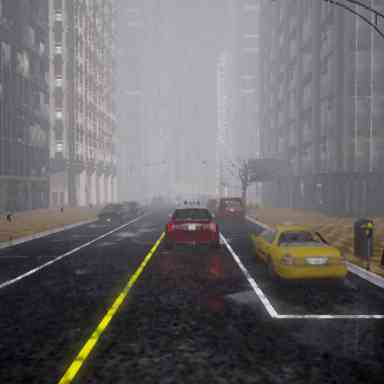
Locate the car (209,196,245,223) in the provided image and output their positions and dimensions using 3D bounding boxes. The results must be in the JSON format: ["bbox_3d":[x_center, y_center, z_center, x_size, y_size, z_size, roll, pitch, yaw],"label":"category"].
[{"bbox_3d":[2.713,1.297,24.873,2.192,1.841,5.009,-1,0,0],"label":"car"}]

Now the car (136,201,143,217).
[{"bbox_3d":[-5.669,1.542,31.097,1.947,1.339,4.313,-1,0,0],"label":"car"}]

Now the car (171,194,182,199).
[{"bbox_3d":[-2.999,1.349,75.922,2.033,1.411,5.357,0,0,0],"label":"car"}]

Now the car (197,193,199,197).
[{"bbox_3d":[2.356,1.401,85.560,1.837,1.490,4.892,0,0,0],"label":"car"}]

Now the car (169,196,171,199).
[{"bbox_3d":[-5.686,1.440,76.318,1.752,1.417,4.829,-1,0,0],"label":"car"}]

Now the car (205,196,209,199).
[{"bbox_3d":[2.679,1.530,42.383,1.947,1.339,4.313,-1,0,0],"label":"car"}]

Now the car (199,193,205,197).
[{"bbox_3d":[2.677,1.385,59.405,1.967,1.590,4.097,-1,0,0],"label":"car"}]

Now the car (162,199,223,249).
[{"bbox_3d":[0.001,1.357,14.558,2.097,1.767,4.553,0,0,0],"label":"car"}]

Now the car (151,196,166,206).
[{"bbox_3d":[-5.668,1.533,53.792,1.802,1.307,4.206,-1,0,0],"label":"car"}]

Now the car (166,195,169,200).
[{"bbox_3d":[-5.668,1.510,59.466,1.947,1.339,4.313,-1,0,0],"label":"car"}]

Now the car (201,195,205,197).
[{"bbox_3d":[2.679,1.509,48.056,2.008,1.369,4.403,-1,0,0],"label":"car"}]

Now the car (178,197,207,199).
[{"bbox_3d":[0.001,1.473,29.591,2.128,1.511,4.902,0,0,0],"label":"car"}]

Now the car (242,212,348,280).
[{"bbox_3d":[2.807,1.519,9.792,1.752,1.417,4.829,-1,0,0],"label":"car"}]

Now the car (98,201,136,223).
[{"bbox_3d":[-5.839,1.547,25.423,1.947,1.339,4.313,-1,0,0],"label":"car"}]
